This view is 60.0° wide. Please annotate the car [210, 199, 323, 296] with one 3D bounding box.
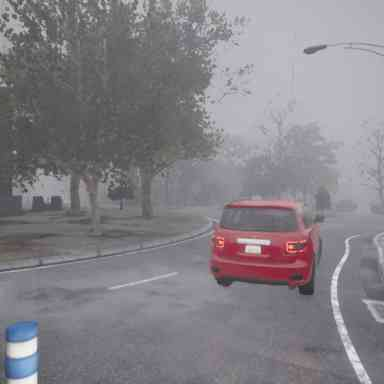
[{"bbox_3d":[2.235,1.199,8.966,2.150,2.045,5.566,0,0,23],"label":"car"}]
